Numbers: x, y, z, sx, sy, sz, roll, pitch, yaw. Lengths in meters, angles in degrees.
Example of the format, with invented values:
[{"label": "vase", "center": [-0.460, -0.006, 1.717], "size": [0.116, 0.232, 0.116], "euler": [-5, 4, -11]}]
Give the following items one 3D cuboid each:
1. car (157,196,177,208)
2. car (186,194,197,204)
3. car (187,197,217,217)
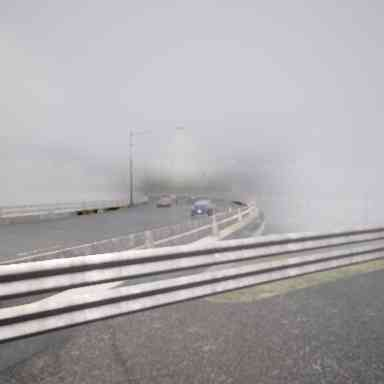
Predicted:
[{"label": "car", "center": [-3.629, 1.465, 46.442], "size": [1.994, 1.385, 4.181], "euler": [0, 0, 4]}, {"label": "car", "center": [-0.032, 1.214, 59.203], "size": [2.097, 1.767, 4.553], "euler": [0, 0, -2]}, {"label": "car", "center": [1.147, 1.451, 30.135], "size": [1.812, 1.442, 4.674], "euler": [0, 0, 12]}]
